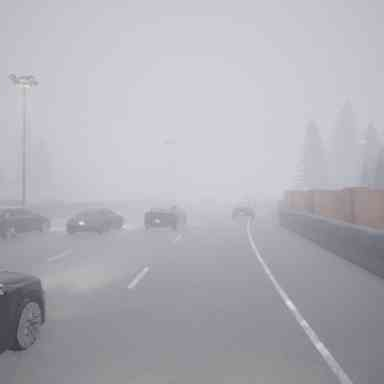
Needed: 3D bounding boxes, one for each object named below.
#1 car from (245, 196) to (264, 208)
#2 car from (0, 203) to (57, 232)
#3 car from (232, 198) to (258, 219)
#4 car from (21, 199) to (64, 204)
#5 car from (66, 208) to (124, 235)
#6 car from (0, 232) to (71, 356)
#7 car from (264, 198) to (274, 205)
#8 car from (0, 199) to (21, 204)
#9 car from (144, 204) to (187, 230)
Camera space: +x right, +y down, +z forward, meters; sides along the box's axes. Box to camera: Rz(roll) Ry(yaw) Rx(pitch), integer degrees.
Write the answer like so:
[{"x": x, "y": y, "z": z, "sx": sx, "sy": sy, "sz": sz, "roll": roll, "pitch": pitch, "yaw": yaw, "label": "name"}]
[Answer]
[{"x": 8.480, "y": 1.412, "z": 47.320, "sx": 2.097, "sy": 1.767, "sz": 4.553, "roll": 0, "pitch": 0, "yaw": 21, "label": "car"}, {"x": -9.192, "y": 1.508, "z": 17.043, "sx": 1.837, "sy": 1.490, "sz": 4.892, "roll": 0, "pitch": 0, "yaw": 7, "label": "car"}, {"x": 4.523, "y": 1.561, "z": 29.024, "sx": 1.812, "sy": 1.442, "sz": 4.674, "roll": 0, "pitch": 0, "yaw": 12, "label": "car"}, {"x": -16.324, "y": 1.505, "z": 37.450, "sx": 2.128, "sy": 1.511, "sz": 4.902, "roll": 0, "pitch": 0, "yaw": 14, "label": "car"}, {"x": -5.401, "y": 1.575, "z": 19.041, "sx": 1.994, "sy": 1.385, "sz": 4.181, "roll": 0, "pitch": 0, "yaw": 8, "label": "car"}, {"x": -3.253, "y": 1.490, "z": 3.306, "sx": 2.128, "sy": 1.511, "sz": 4.902, "roll": 0, "pitch": 0, "yaw": 1, "label": "car"}, {"x": 13.274, "y": 1.678, "z": 59.058, "sx": 1.895, "sy": 1.301, "sz": 4.718, "roll": 0, "pitch": 0, "yaw": 25, "label": "car"}, {"x": -20.269, "y": 1.511, "z": 35.966, "sx": 1.837, "sy": 1.490, "sz": 4.892, "roll": 0, "pitch": 0, "yaw": 13, "label": "car"}, {"x": -1.568, "y": 1.496, "z": 21.169, "sx": 1.882, "sy": 1.535, "sz": 5.008, "roll": 0, "pitch": 0, "yaw": 8, "label": "car"}]
